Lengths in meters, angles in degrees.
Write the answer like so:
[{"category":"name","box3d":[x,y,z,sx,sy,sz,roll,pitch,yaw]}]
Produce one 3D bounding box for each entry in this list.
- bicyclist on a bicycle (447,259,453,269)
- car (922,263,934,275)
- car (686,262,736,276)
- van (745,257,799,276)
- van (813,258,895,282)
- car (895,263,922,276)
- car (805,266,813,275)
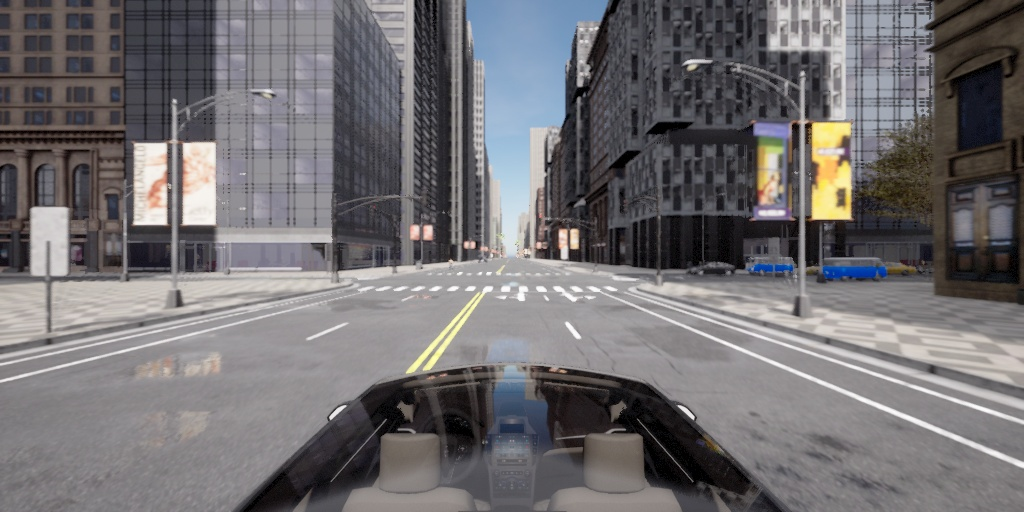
[{"category":"bicyclist on a bicycle","box3d":[-8.720,1.146,50.977,0.866,1.612,1.509,0,0,0]},{"category":"car","box3d":[41.595,1.186,34.467,4.403,1.370,2.007,0,0,0]},{"category":"car","box3d":[19.122,1.229,34.559,4.403,1.370,2.007,0,0,0]},{"category":"van","box3d":[24.740,1.008,34.536,3.998,1.789,1.690,0,0,0]},{"category":"van","box3d":[24.707,1.007,26.011,3.998,1.789,1.690,0,0,0]},{"category":"car","box3d":[35.807,1.171,34.490,4.829,1.417,1.751,0,0,0]},{"category":"car","box3d":[30.188,1.181,34.513,4.829,1.417,1.751,0,0,0]}]
